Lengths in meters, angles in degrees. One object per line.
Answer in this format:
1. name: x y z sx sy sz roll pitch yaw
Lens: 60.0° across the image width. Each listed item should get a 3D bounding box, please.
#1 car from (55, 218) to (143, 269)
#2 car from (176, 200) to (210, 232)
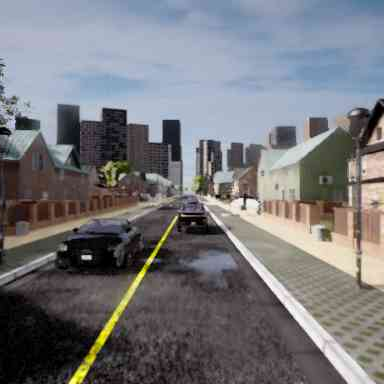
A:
1. car: -2.829 1.559 10.928 1.994 1.385 4.181 0 0 0
2. car: 0.084 1.484 20.244 2.128 1.511 4.902 0 0 0
